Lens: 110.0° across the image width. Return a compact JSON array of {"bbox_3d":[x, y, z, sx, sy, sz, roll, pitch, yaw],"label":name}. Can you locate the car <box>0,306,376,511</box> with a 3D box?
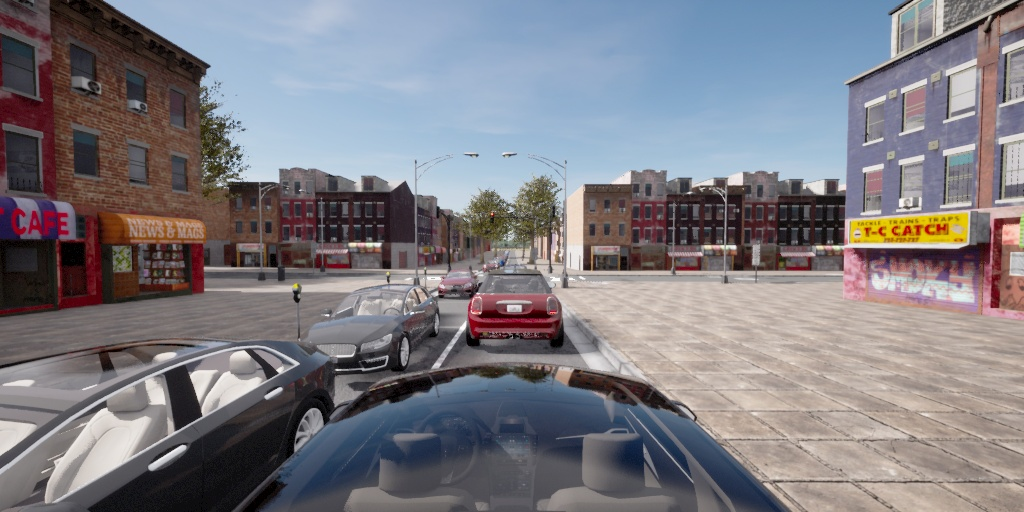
[{"bbox_3d":[-2.640,1.300,2.009,2.007,1.370,4.403,0,0,0],"label":"car"}]

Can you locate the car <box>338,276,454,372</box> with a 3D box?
[{"bbox_3d":[-2.631,1.298,7.457,2.007,1.370,4.403,0,0,0],"label":"car"}]

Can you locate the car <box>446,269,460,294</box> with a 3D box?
[{"bbox_3d":[-2.613,1.332,18.351,1.802,1.307,4.207,0,0,0],"label":"car"}]

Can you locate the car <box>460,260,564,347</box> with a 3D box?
[{"bbox_3d":[0.110,1.099,9.501,2.097,1.767,4.553,0,0,2],"label":"car"}]

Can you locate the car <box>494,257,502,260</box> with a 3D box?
[{"bbox_3d":[-2.568,1.233,45.127,1.967,1.591,4.097,0,0,0],"label":"car"}]
